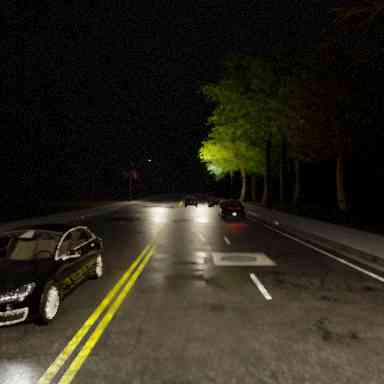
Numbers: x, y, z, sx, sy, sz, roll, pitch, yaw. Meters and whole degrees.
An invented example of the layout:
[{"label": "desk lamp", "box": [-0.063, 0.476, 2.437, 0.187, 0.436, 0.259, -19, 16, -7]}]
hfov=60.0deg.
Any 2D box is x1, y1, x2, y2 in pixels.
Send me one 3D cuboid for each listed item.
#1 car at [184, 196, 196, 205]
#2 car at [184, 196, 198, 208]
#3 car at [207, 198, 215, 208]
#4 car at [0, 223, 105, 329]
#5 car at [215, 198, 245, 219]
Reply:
[{"label": "car", "box": [-0.320, 1.350, 57.118, 2.033, 1.411, 5.357, 0, 0, -1]}, {"label": "car", "box": [-0.109, 1.405, 45.928, 2.033, 1.411, 5.357, 0, 0, 0]}, {"label": "car", "box": [3.086, 1.461, 45.270, 1.895, 1.301, 4.718, 0, 0, 0]}, {"label": "car", "box": [-3.284, 1.501, 7.183, 1.837, 1.490, 4.892, 0, -1, 0]}, {"label": "car", "box": [3.263, 1.432, 28.056, 1.837, 1.490, 4.892, 0, 0, 0]}]
